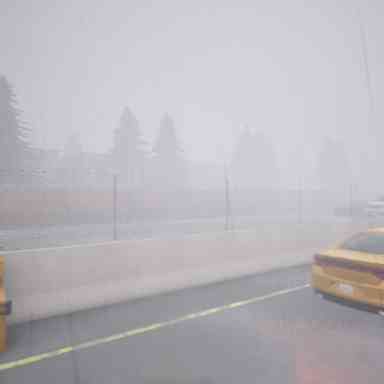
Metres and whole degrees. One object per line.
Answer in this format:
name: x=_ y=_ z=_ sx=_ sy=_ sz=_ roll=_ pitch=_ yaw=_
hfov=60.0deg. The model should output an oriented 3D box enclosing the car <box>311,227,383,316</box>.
car: x=4.644 y=1.483 z=7.104 sx=5.008 sy=1.535 sz=1.882 roll=0 pitch=0 yaw=-35
